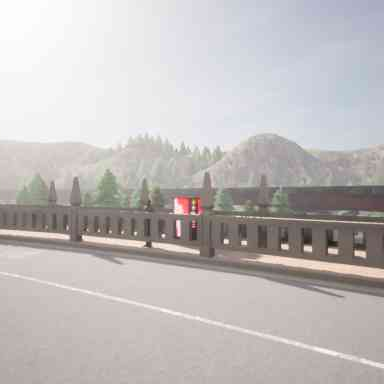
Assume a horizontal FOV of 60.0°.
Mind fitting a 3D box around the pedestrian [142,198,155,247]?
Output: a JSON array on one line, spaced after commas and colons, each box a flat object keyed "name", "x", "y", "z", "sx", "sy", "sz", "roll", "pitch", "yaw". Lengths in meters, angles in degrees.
[{"name": "pedestrian", "x": -1.664, "y": 1.141, "z": 12.524, "sx": 0.375, "sy": 1.860, "sz": 0.375, "roll": 0, "pitch": 0, "yaw": 31}]

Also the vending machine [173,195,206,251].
[{"name": "vending machine", "x": -0.080, "y": 1.195, "z": 13.286, "sx": 0.880, "sy": 2.100, "sz": 1.100, "roll": 0, "pitch": 0, "yaw": 31}]
